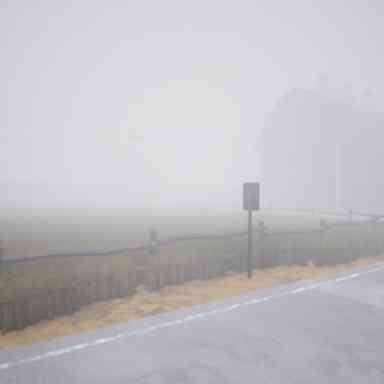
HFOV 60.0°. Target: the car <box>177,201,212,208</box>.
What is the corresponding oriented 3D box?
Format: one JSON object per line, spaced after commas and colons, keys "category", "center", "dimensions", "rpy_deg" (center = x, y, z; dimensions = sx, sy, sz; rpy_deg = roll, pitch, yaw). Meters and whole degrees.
{"category": "car", "center": [0.205, 1.769, 40.877], "dimensions": [2.033, 1.411, 5.357], "rpy_deg": [1, 0, -39]}
